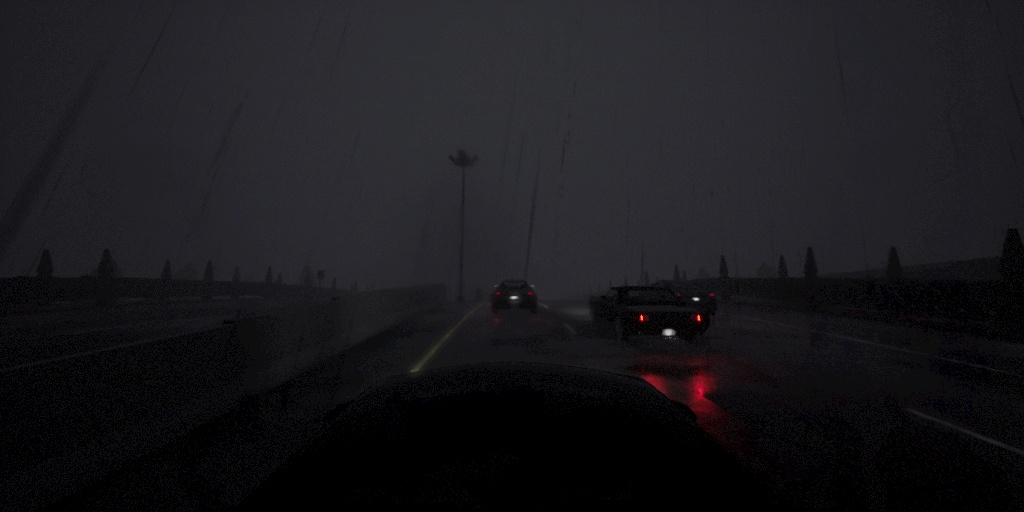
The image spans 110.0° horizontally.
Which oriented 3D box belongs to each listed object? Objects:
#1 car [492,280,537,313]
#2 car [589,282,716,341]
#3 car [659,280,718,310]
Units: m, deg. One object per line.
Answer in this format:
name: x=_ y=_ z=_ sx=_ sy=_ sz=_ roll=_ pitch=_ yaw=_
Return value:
car: x=0.105 y=1.810 z=16.686 sx=1.994 sy=1.385 sz=4.181 roll=0 pitch=-4 yaw=0
car: x=3.604 y=1.537 z=10.459 sx=1.895 sy=1.301 sz=4.718 roll=0 pitch=-2 yaw=0
car: x=7.105 y=1.757 z=15.830 sx=1.994 sy=1.385 sz=4.181 roll=0 pitch=-3 yaw=0
